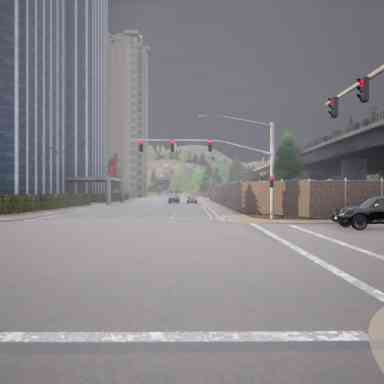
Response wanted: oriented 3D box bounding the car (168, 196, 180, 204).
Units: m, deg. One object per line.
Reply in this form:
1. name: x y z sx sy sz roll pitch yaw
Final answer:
1. car: -3.497 1.478 64.199 1.882 1.535 5.008 0 0 0

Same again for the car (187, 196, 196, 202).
1. car: -0.110 1.595 74.558 1.895 1.301 4.718 0 0 0

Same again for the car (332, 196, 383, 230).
1. car: 11.814 1.277 20.931 5.566 2.045 2.150 0 0 0

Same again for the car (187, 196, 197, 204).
1. car: 0.004 1.564 64.595 1.994 1.385 4.181 0 0 0

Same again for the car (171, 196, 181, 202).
1. car: -3.609 1.540 74.416 2.033 1.411 5.357 0 0 0
